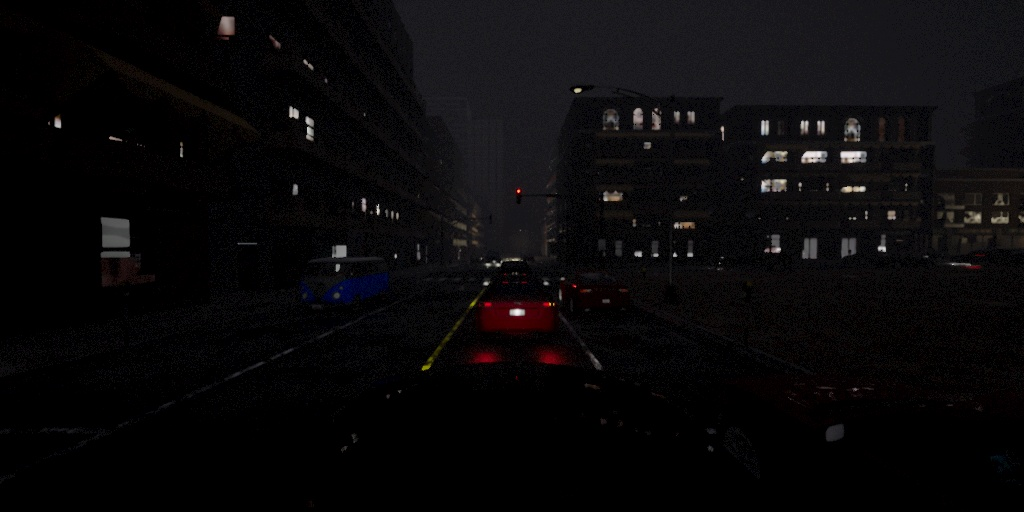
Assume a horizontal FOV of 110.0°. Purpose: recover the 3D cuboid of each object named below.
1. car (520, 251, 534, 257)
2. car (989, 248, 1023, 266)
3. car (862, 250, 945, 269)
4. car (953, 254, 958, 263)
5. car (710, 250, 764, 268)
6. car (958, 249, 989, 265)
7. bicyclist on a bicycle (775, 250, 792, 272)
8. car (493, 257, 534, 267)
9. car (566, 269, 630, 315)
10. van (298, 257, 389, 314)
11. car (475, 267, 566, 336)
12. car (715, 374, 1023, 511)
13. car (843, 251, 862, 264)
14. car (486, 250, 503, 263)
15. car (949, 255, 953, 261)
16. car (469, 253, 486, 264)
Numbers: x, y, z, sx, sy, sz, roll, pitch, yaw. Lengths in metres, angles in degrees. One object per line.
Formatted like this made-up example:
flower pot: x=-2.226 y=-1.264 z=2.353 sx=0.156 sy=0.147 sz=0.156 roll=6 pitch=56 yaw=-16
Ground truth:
car: x=2.811 y=0.270 z=61.518 sx=1.967 sy=1.591 sz=4.097 roll=0 pitch=0 yaw=0
car: x=43.672 y=0.184 z=30.034 sx=4.403 sy=1.370 sz=2.007 roll=0 pitch=0 yaw=-1
car: x=32.534 y=0.360 z=29.902 sx=4.403 sy=1.370 sz=2.007 roll=0 pitch=0 yaw=-1
car: x=47.243 y=-0.012 z=35.768 sx=5.357 sy=1.411 sz=2.033 roll=-1 pitch=1 yaw=0
car: x=22.155 y=0.187 z=35.548 sx=4.553 sy=1.767 sz=2.097 roll=-1 pitch=1 yaw=-1
car: x=44.458 y=0.063 z=32.670 sx=4.892 sy=1.490 sz=1.837 roll=-1 pitch=1 yaw=0
bicyclist on a bicycle: x=20.295 y=0.375 z=26.790 sx=0.582 sy=1.620 sz=1.656 roll=-1 pitch=1 yaw=-1
car: x=0.135 y=0.987 z=18.778 sx=1.837 sy=1.490 sz=4.892 roll=0 pitch=1 yaw=0
car: x=2.710 y=1.125 z=12.525 sx=1.888 sy=1.381 sz=4.507 roll=0 pitch=0 yaw=0
van: x=-5.670 y=0.920 z=12.543 sx=1.690 sy=1.789 sz=3.998 roll=0 pitch=0 yaw=0
car: x=0.117 y=1.184 z=9.909 sx=1.994 sy=1.385 sz=4.181 roll=0 pitch=1 yaw=0
car: x=2.688 y=1.299 z=1.475 sx=1.888 sy=1.381 sz=4.507 roll=0 pitch=0 yaw=0
car: x=38.003 y=0.088 z=38.346 sx=4.313 sy=1.339 sz=1.948 roll=0 pitch=0 yaw=-1
car: x=-2.950 y=0.111 z=57.578 sx=2.150 sy=2.045 sz=5.566 roll=0 pitch=1 yaw=0
car: x=43.571 y=-0.015 z=38.412 sx=4.403 sy=1.370 sz=2.007 roll=0 pitch=0 yaw=-1
car: x=-5.581 y=0.462 z=56.013 sx=2.007 sy=1.370 sz=4.403 roll=0 pitch=0 yaw=0
